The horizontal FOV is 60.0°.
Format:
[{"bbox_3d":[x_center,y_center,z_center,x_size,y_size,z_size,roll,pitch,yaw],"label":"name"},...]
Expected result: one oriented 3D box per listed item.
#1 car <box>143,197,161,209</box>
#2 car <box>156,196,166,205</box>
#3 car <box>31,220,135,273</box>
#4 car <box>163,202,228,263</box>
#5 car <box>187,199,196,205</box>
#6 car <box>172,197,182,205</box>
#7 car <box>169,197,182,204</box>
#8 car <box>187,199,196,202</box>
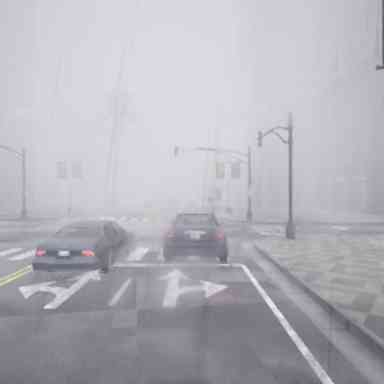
[{"bbox_3d":[-6.669,1.998,53.700,2.033,1.411,5.357,0,-1,0],"label":"car"},{"bbox_3d":[-6.633,1.858,69.426,2.150,2.045,5.566,0,-1,0],"label":"car"},{"bbox_3d":[-3.231,1.620,10.940,2.033,1.411,5.357,0,0,0],"label":"car"},{"bbox_3d":[0.240,1.435,12.574,2.097,1.767,4.553,0,0,4],"label":"car"},{"bbox_3d":[-0.147,2.215,76.794,2.033,1.411,5.357,0,-1,0],"label":"car"},{"bbox_3d":[-3.397,2.030,76.761,2.097,1.767,4.553,0,-1,0],"label":"car"},{"bbox_3d":[-3.379,1.984,66.726,2.097,1.767,4.553,0,-1,0],"label":"car"},{"bbox_3d":[-0.102,2.183,63.417,1.895,1.301,4.718,0,-1,0],"label":"car"}]
